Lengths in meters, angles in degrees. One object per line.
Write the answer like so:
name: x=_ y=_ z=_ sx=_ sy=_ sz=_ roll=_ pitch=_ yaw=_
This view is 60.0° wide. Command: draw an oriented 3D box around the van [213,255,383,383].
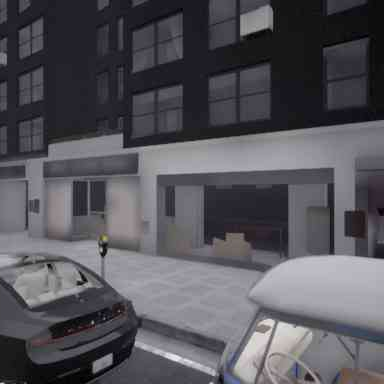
van: x=1.918 y=1.339 z=1.443 sx=3.998 sy=1.788 sz=1.690 roll=0 pitch=0 yaw=36

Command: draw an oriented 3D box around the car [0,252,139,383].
car: x=-2.706 y=1.548 z=4.741 sx=4.403 sy=1.369 sz=2.008 roll=0 pitch=0 yaw=36
